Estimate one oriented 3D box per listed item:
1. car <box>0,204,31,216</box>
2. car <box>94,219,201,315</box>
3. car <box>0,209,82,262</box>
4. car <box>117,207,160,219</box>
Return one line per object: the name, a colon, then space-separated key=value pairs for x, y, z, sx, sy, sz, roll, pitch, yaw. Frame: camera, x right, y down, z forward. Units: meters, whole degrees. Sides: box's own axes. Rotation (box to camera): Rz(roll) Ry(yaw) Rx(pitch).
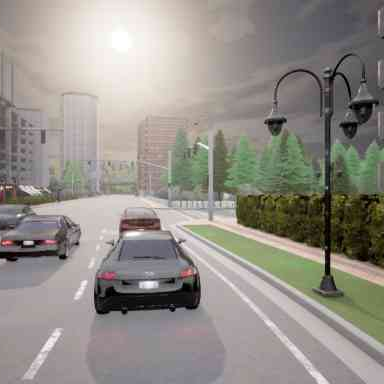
car: x=-10.507 y=1.511 z=19.404 sx=1.837 sy=1.490 sz=4.892 roll=0 pitch=0 yaw=-12
car: x=-1.041 y=1.564 z=7.701 sx=1.994 sy=1.385 sz=4.181 roll=0 pitch=0 yaw=-9
car: x=-5.317 y=1.547 z=12.271 sx=2.033 sy=1.411 sz=5.357 roll=0 pitch=0 yaw=-11
car: x=-2.659 y=1.478 z=16.547 sx=1.882 sy=1.535 sz=5.008 roll=0 pitch=0 yaw=-12
